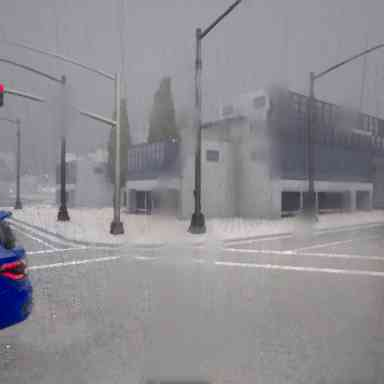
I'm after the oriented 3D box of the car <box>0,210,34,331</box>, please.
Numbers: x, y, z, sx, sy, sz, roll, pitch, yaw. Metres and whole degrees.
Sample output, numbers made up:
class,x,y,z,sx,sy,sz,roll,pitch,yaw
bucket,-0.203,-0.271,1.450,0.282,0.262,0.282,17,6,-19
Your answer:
class,x,y,z,sx,sy,sz,roll,pitch,yaw
car,-4.882,1.247,3.801,5.566,2.045,2.150,0,0,-38
